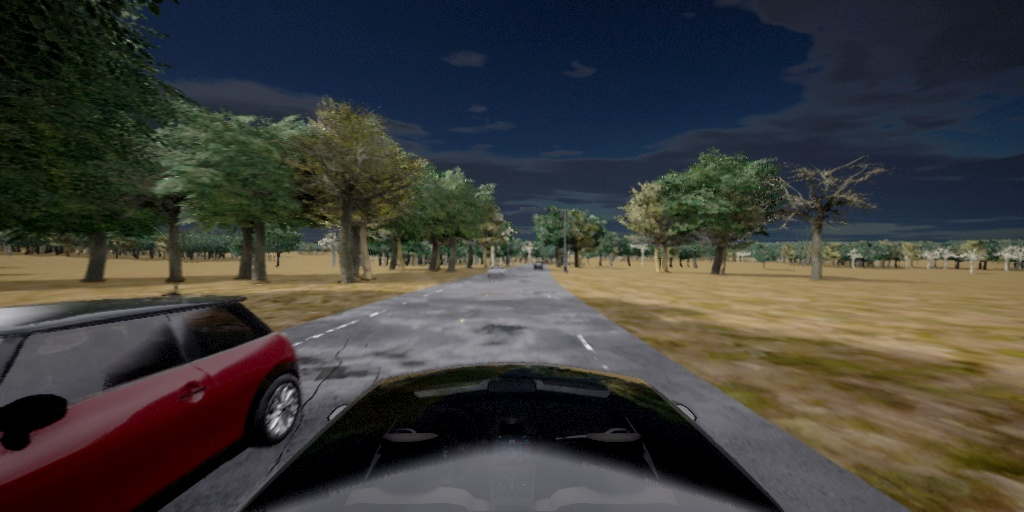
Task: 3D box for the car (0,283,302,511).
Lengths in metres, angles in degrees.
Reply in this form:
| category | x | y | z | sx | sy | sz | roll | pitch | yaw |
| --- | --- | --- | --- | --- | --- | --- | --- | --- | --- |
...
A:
| category | x | y | z | sx | sy | sz | roll | pitch | yaw |
| --- | --- | --- | --- | --- | --- | --- | --- | --- | --- |
| car | -3.560 | 1.157 | 2.362 | 2.097 | 1.767 | 4.553 | 0 | -1 | 0 |

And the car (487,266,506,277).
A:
| category | x | y | z | sx | sy | sz | roll | pitch | yaw |
| --- | --- | --- | --- | --- | --- | --- | --- | --- | --- |
| car | -1.854 | 1.853 | 43.575 | 1.895 | 1.301 | 4.718 | -2 | -2 | 5 |
